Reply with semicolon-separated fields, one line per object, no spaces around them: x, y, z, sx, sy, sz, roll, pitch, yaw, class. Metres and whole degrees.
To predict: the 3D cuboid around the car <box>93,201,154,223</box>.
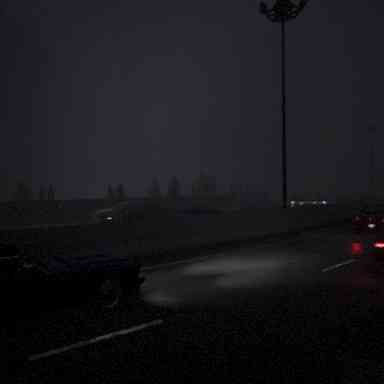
-3.357;1.376;19.577;4.902;1.511;2.128;-1;1;-42;car

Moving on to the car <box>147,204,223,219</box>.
0.019;1.425;17.952;4.181;1.385;1.994;-1;1;-43;car

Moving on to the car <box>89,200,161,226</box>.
-4.575;1.395;23.187;4.674;1.442;1.812;-1;1;-43;car

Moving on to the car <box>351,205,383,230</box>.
10.377;1.348;18.037;1.895;1.301;4.718;0;1;43;car

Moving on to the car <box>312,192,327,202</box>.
21.320;0.838;55.683;1.837;1.490;4.892;0;1;21;car

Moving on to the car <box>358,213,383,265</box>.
7.150;1.394;9.896;5.357;1.411;2.033;-1;1;-43;car

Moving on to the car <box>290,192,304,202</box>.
18.018;0.865;56.867;1.837;1.490;4.892;0;1;20;car

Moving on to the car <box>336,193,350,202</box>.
24.247;0.867;53.380;2.033;1.411;5.357;0;1;22;car

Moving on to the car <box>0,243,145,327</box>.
-3.262;1.592;5.855;4.718;1.301;1.895;-1;1;-36;car
